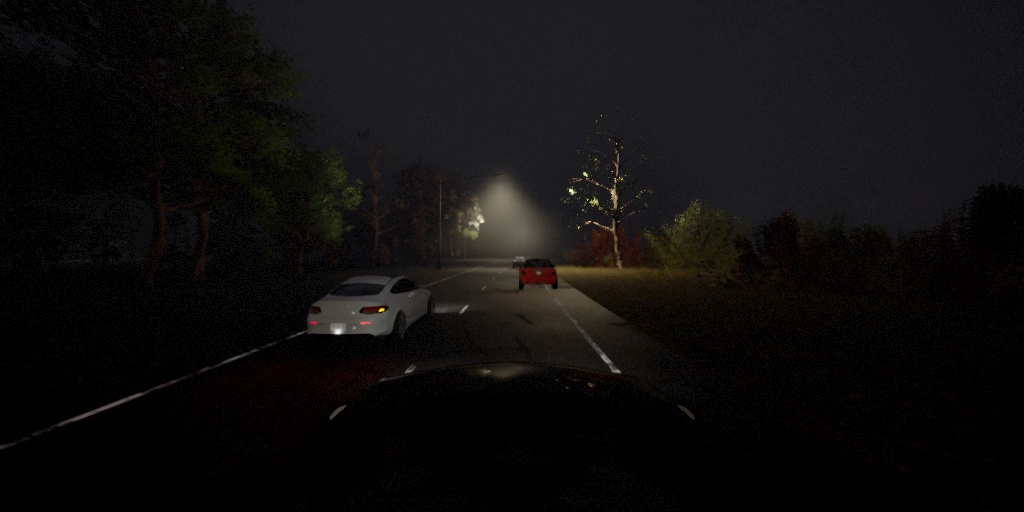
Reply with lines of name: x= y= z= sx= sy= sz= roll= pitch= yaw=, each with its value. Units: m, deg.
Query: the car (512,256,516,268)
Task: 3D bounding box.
car: x=1.054 y=0.735 z=44.159 sx=2.128 sy=1.511 sz=4.902 roll=0 pitch=1 yaw=3

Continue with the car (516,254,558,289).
car: x=1.440 y=0.872 z=20.902 sx=2.097 sy=1.767 sz=4.553 roll=0 pitch=1 yaw=1

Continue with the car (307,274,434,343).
car: x=-3.349 y=1.183 z=9.248 sx=1.812 sy=1.442 sz=4.674 roll=0 pitch=1 yaw=0
